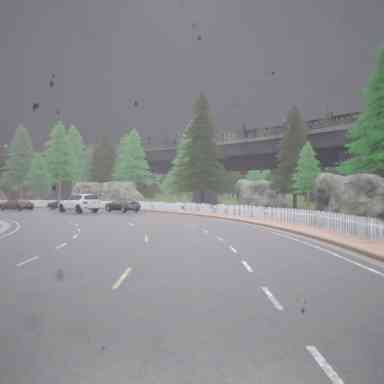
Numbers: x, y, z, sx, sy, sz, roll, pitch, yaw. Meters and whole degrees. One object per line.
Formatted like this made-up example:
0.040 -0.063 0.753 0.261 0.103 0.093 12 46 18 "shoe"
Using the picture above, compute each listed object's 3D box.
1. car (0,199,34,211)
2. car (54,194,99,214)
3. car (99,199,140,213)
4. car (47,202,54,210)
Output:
-21.565 1.564 40.854 4.181 1.385 1.994 0 0 20 "car"
-12.211 1.221 35.889 5.566 2.045 2.150 0 0 39 "car"
-7.631 1.491 36.284 2.128 1.511 4.902 0 0 -45 "car"
-16.006 1.547 42.434 5.357 1.411 2.033 0 0 27 "car"
